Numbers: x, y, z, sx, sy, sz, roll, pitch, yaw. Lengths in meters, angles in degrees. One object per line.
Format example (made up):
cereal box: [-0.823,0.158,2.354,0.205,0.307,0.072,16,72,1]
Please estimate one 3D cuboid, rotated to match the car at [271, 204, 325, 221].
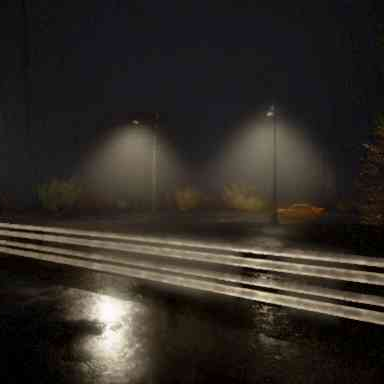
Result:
car: [10.254,1.947,32.495,5.008,1.535,1.882,0,0,10]
